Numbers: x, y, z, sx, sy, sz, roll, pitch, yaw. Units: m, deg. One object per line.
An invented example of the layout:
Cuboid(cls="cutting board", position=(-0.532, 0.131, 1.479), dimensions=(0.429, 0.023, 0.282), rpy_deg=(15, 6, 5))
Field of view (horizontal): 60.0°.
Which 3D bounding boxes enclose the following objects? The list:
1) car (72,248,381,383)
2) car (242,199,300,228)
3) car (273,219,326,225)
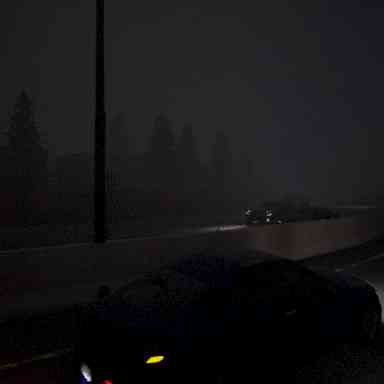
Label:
Cuboid(cls="car", position=(0.807, 1.533, 4.596), dimensions=(4.674, 1.442, 1.812), rpy_deg=(0, 0, -38))
Cuboid(cls="car", position=(5.663, 1.388, 23.534), dimensions=(2.097, 1.767, 4.553), rpy_deg=(0, 0, 42))
Cuboid(cls="car", position=(7.065, 1.576, 19.820), dimensions=(2.033, 1.411, 5.357), rpy_deg=(0, 0, 44))
